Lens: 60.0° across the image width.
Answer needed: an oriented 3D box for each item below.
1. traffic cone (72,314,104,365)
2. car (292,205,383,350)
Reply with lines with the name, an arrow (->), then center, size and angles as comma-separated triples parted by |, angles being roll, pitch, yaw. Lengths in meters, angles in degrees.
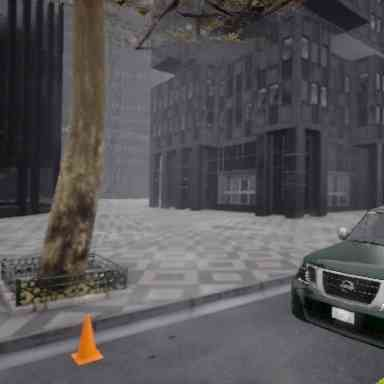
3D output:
traffic cone -> -1.432, 1.970, 4.567 | 0.340, 0.580, 0.340 | 0, 0, -36
car -> 4.186, 1.238, 5.922 | 5.566, 2.045, 2.150 | 0, 0, -36
